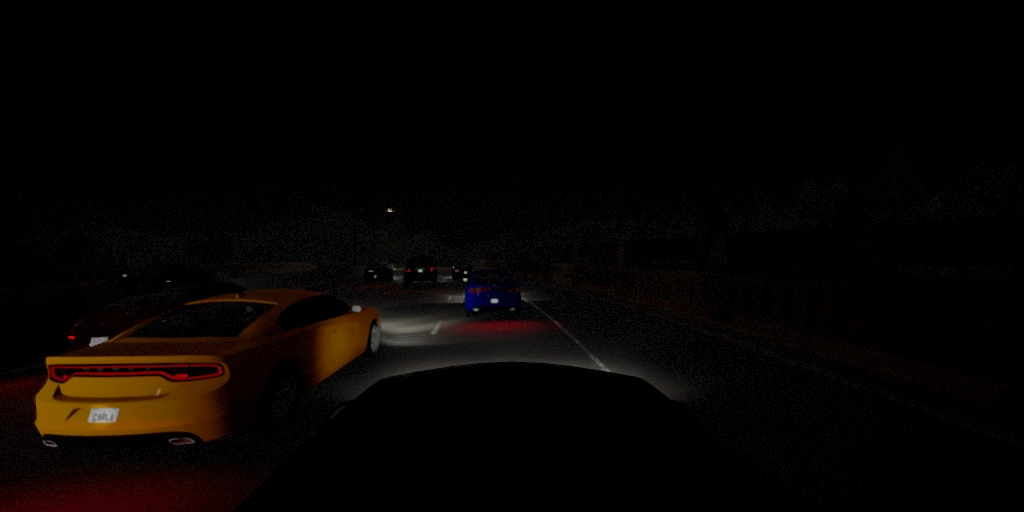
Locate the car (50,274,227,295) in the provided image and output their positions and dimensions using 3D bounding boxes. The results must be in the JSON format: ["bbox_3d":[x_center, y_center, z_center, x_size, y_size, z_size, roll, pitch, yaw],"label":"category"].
[{"bbox_3d":[-7.335,1.325,8.533,1.812,1.442,4.674,0,0,-4],"label":"car"}]

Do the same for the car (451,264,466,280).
[{"bbox_3d":[-4.396,1.405,32.624,1.994,1.385,4.181,0,0,-12],"label":"car"}]

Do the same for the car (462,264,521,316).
[{"bbox_3d":[-0.833,1.255,13.650,1.882,1.535,5.008,0,0,-7],"label":"car"}]

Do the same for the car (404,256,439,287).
[{"bbox_3d":[-6.393,1.057,25.461,2.150,2.045,5.566,0,0,-12],"label":"car"}]

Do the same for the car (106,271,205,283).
[{"bbox_3d":[-15.181,1.460,14.434,1.895,1.301,4.718,0,0,-9],"label":"car"}]

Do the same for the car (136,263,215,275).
[{"bbox_3d":[-20.046,1.405,21.621,2.128,1.511,4.902,0,0,-12],"label":"car"}]

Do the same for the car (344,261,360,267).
[{"bbox_3d":[-24.007,1.553,55.320,1.812,1.442,4.674,0,0,-12],"label":"car"}]

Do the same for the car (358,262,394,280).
[{"bbox_3d":[-10.875,1.366,29.528,2.128,1.511,4.902,0,0,-12],"label":"car"}]

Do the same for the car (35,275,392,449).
[{"bbox_3d":[-3.651,1.252,5.618,1.882,1.535,5.008,0,0,-2],"label":"car"}]
